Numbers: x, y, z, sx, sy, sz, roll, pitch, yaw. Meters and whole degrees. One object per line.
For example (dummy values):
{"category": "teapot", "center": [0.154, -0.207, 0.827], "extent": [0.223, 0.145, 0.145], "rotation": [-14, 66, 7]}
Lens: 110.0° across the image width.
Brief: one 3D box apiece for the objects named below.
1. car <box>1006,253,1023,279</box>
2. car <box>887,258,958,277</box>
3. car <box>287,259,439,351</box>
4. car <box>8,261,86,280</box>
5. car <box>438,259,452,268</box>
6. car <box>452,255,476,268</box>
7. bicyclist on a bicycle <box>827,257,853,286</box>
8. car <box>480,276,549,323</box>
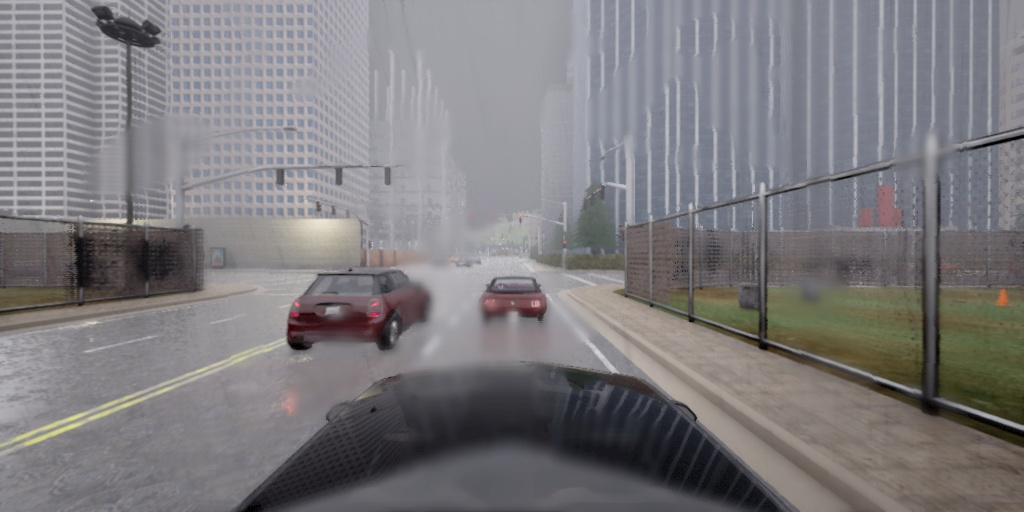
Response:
{"category": "car", "center": [42.296, 0.801, 27.897], "extent": [5.566, 2.045, 2.150], "rotation": [0, 0, 0]}
{"category": "car", "center": [35.960, 0.914, 31.539], "extent": [4.553, 1.767, 2.097], "rotation": [0, 0, 0]}
{"category": "car", "center": [-3.442, 1.069, 9.080], "extent": [2.097, 1.767, 4.553], "rotation": [0, 0, 0]}
{"category": "car", "center": [-36.360, 1.098, 28.006], "extent": [4.674, 1.442, 1.812], "rotation": [0, 0, 0]}
{"category": "car", "center": [-10.565, 1.080, 53.202], "extent": [1.994, 1.385, 4.181], "rotation": [0, 0, 0]}
{"category": "car", "center": [-7.066, 1.007, 53.359], "extent": [2.128, 1.511, 4.902], "rotation": [0, 0, 0]}
{"category": "bicyclist on a bicycle", "center": [18.803, 0.911, 20.606], "extent": [0.582, 1.620, 1.656], "rotation": [0, 0, 0]}
{"category": "car", "center": [0.073, 1.305, 11.881], "extent": [1.895, 1.301, 4.718], "rotation": [0, 0, 0]}
